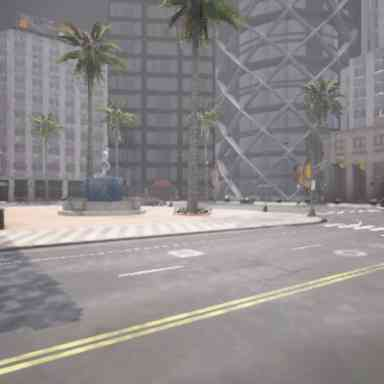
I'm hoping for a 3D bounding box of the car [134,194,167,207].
[{"bbox_3d":[-6.316,1.534,52.587,4.902,1.511,2.128,0,0,16],"label":"car"}]
